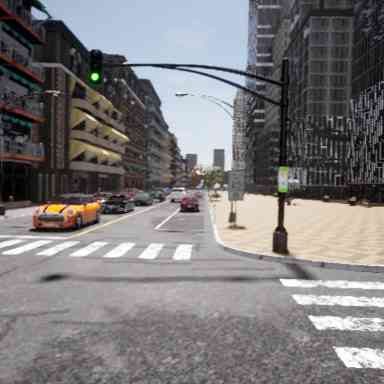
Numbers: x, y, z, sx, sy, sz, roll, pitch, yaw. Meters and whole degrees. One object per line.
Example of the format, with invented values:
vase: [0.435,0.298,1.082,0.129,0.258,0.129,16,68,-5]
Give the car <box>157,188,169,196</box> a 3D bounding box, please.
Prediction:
car: [-6.551,0.025,76.195,2.192,1.841,5.009,1,1,2]

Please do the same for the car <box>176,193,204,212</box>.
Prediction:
car: [-0.118,1.050,30.758,1.887,1.381,4.507,0,1,2]

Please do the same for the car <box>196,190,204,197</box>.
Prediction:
car: [2.033,0.356,81.720,1.752,1.417,4.829,0,1,2]

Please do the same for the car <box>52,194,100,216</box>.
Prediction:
car: [-8.696,0.929,25.407,1.887,1.381,4.507,1,1,2]

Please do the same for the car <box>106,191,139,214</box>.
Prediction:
car: [-5.999,0.920,27.548,1.837,1.490,4.892,1,1,2]

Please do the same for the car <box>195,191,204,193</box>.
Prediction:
car: [0.835,0.756,53.332,2.008,1.369,4.403,0,1,2]

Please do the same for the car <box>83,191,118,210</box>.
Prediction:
car: [-8.457,0.748,31.049,1.967,1.590,4.097,1,1,2]

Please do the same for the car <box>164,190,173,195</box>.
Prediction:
car: [-6.076,0.145,87.485,1.802,1.307,4.206,0,1,2]

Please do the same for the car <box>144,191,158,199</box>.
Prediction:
car: [-7.267,0.515,59.268,1.802,1.307,4.206,1,1,2]

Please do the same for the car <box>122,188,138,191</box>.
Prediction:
car: [-7.979,0.473,42.335,2.192,1.841,5.009,1,1,2]

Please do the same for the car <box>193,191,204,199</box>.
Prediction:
car: [1.312,0.600,64.619,1.887,1.381,4.507,0,1,2]

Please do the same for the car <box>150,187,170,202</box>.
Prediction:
car: [-5.075,0.363,48.168,2.150,2.045,5.566,1,1,3]

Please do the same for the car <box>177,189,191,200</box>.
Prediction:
car: [-1.439,0.414,59.680,2.097,1.767,4.553,1,1,2]

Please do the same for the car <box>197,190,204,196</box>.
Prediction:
car: [2.264,0.305,87.193,1.887,1.381,4.507,0,1,2]

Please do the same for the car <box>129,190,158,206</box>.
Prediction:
car: [-5.560,0.825,37.867,2.033,1.411,5.357,1,1,3]

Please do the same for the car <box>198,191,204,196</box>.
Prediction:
car: [2.502,0.269,92.837,1.802,1.307,4.206,0,1,2]

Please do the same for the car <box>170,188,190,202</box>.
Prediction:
car: [-1.885,0.425,48.980,2.150,2.045,5.566,1,1,3]

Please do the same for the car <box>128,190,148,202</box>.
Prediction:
car: [-7.742,0.523,47.979,1.967,1.590,4.097,1,1,2]

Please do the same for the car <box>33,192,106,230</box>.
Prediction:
car: [-6.420,0.903,17.559,2.097,1.767,4.553,1,1,2]

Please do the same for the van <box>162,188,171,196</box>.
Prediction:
van: [-6.312,-0.022,81.837,1.690,1.788,3.998,0,1,2]
